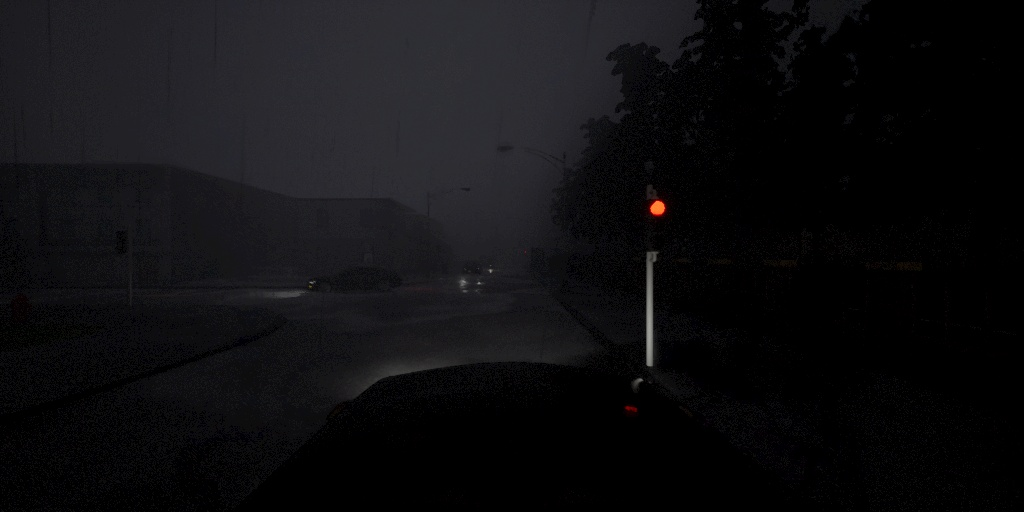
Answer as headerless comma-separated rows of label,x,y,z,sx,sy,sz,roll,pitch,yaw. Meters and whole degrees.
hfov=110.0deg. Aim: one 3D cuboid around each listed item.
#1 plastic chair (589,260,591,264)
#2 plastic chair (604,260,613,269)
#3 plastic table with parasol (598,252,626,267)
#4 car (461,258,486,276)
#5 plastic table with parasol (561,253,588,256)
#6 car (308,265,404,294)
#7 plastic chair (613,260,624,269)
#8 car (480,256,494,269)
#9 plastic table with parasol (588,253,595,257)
plastic chair,13.770,1.304,62.443,0.730,1.272,0.750,0,0,-35
plastic chair,14.364,1.306,54.214,0.730,1.272,0.750,0,0,-35
plastic table with parasol,15.338,0.694,55.115,2.482,2.480,2.482,0,0,-40
car,-4.067,1.255,37.271,1.837,1.490,4.892,0,0,0
plastic table with parasol,10.021,0.684,57.859,2.482,2.480,2.482,0,0,-40
car,-8.619,1.257,20.032,4.892,1.490,1.837,0,4,-21
plastic chair,16.070,1.296,54.116,0.750,1.272,0.730,0,0,-40
car,-4.038,0.971,56.102,2.150,2.045,5.566,0,0,1
plastic table with parasol,14.722,0.673,63.330,2.482,2.480,2.482,0,0,-42
